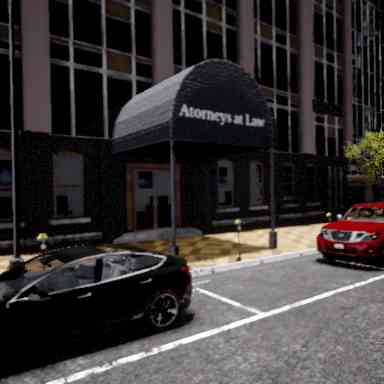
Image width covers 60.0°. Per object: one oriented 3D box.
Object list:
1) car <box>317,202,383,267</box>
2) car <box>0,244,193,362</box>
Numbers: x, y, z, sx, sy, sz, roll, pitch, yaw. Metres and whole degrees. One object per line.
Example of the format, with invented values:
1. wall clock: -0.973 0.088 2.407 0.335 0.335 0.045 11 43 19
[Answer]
1. car: 6.414 1.289 11.397 5.009 1.841 2.192 0 -1 -36
2. car: -1.962 1.589 5.333 4.313 1.339 1.947 0 -1 -36
